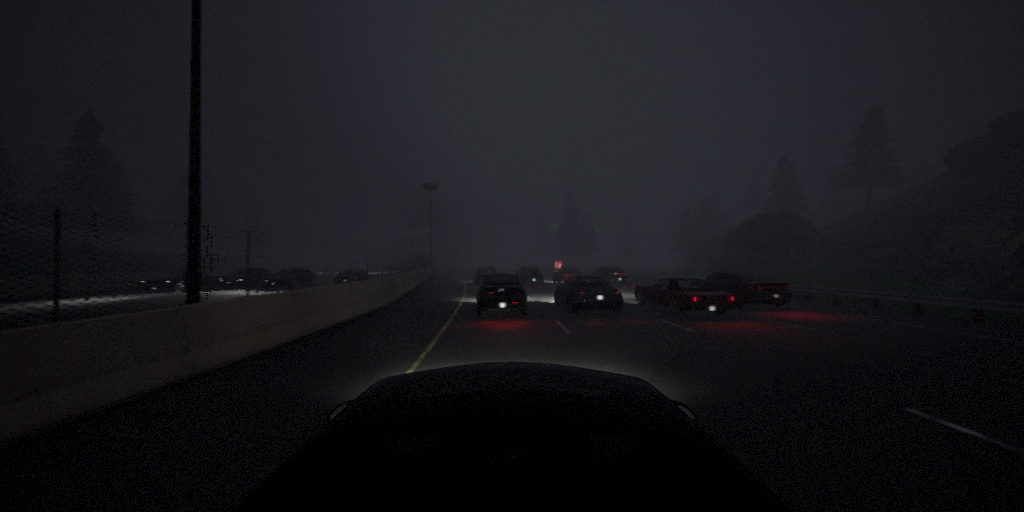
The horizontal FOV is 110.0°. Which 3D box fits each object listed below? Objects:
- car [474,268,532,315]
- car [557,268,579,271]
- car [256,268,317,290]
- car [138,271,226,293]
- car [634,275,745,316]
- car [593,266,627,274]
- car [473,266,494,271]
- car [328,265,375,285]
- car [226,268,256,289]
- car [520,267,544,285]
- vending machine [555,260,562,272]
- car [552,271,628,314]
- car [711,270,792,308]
[{"bbox_3d":[-0.469,1.425,14.536,1.837,1.490,4.892,0,0,-4],"label":"car"},{"bbox_3d":[4.814,1.684,30.933,1.994,1.385,4.181,0,-1,-8],"label":"car"},{"bbox_3d":[-15.928,1.613,25.989,1.837,1.490,4.892,1,-1,-6],"label":"car"},{"bbox_3d":[-22.162,1.703,24.201,1.895,1.301,4.718,0,-1,-6],"label":"car"},{"bbox_3d":[6.570,1.497,14.216,1.895,1.301,4.718,0,-1,-4],"label":"car"},{"bbox_3d":[8.326,1.619,31.113,1.837,1.490,4.892,0,0,-8],"label":"car"},{"bbox_3d":[-2.260,1.616,30.998,1.882,1.535,5.008,0,0,-8],"label":"car"},{"bbox_3d":[-12.933,1.706,29.125,1.994,1.385,4.181,0,-1,-8],"label":"car"},{"bbox_3d":[-19.658,1.635,26.865,1.837,1.490,4.892,0,-1,-8],"label":"car"},{"bbox_3d":[1.378,1.626,30.263,1.837,1.490,4.892,0,0,-8],"label":"car"},{"bbox_3d":[7.675,1.671,58.774,1.100,2.100,0.880,0,0,-15],"label":"vending machine"},{"bbox_3d":[3.021,1.478,14.811,1.994,1.385,4.181,0,-1,-4],"label":"car"},{"bbox_3d":[9.943,1.391,16.180,1.882,1.535,5.008,0,0,-4],"label":"car"}]
